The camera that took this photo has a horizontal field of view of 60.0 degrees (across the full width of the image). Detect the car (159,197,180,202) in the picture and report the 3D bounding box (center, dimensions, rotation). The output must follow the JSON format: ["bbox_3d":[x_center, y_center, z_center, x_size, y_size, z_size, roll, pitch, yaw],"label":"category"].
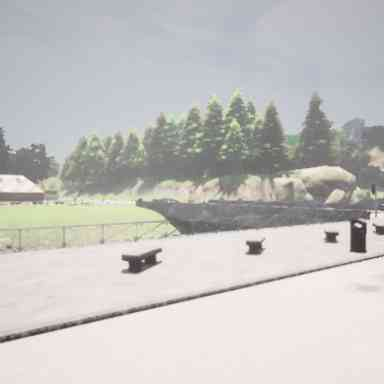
[{"bbox_3d":[-4.276,1.685,62.182,2.033,1.411,5.357,0,0,-35],"label":"car"}]
